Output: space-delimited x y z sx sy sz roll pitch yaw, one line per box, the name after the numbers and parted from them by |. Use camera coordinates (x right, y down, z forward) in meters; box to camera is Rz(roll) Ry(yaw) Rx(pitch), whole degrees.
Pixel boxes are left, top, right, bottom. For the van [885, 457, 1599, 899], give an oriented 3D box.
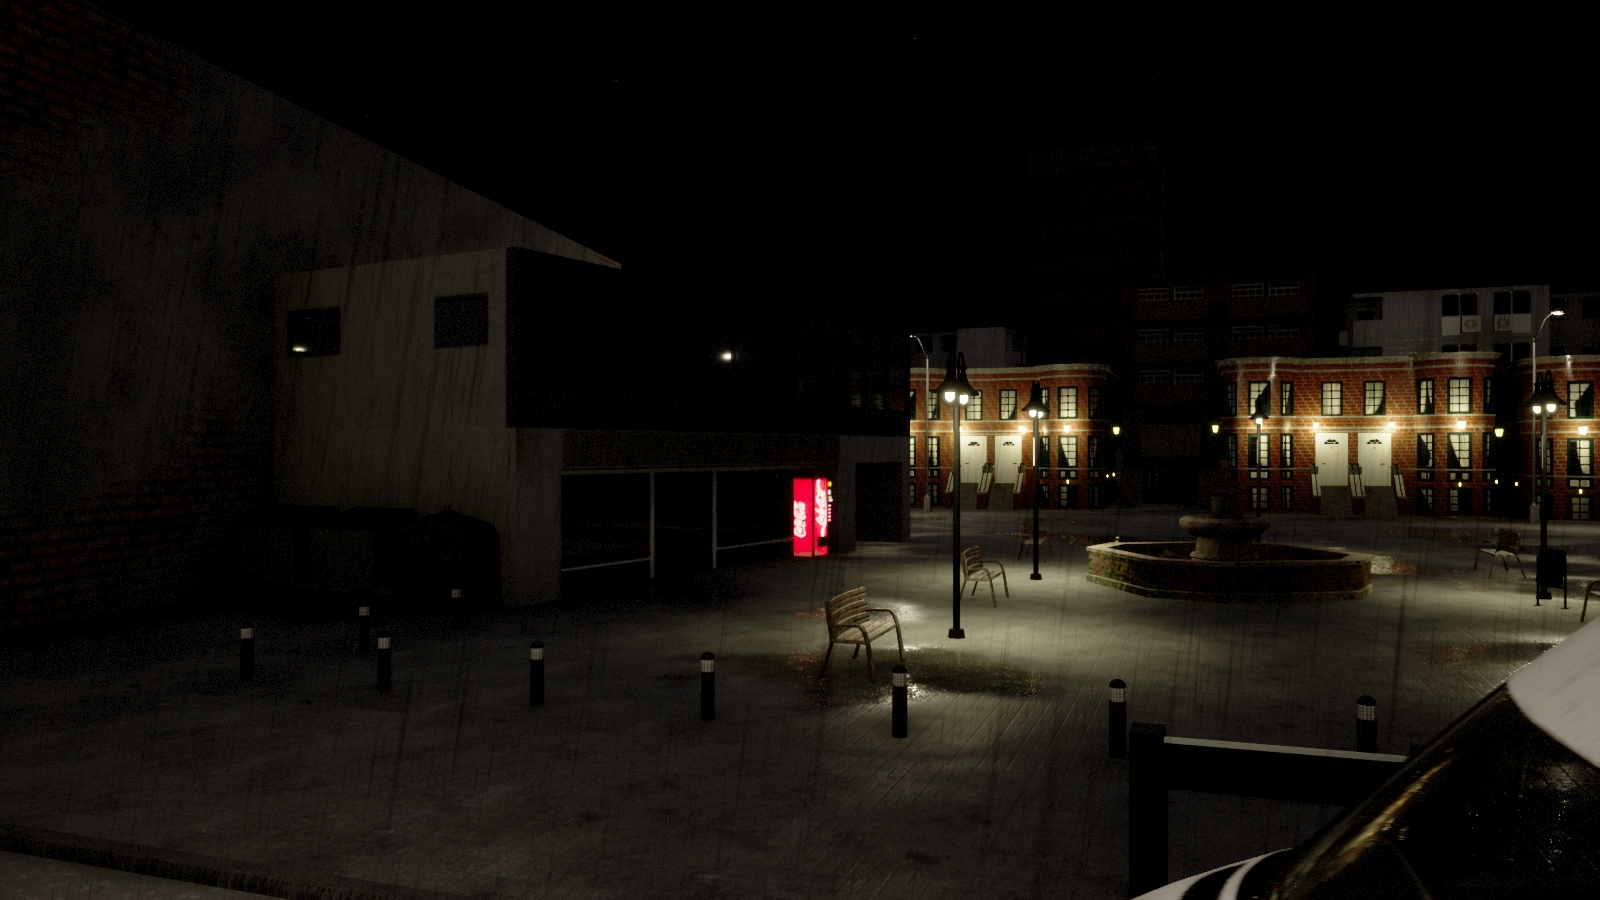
3.321 1.315 2.636 5.915 2.561 1.988 0 0 20 | van
